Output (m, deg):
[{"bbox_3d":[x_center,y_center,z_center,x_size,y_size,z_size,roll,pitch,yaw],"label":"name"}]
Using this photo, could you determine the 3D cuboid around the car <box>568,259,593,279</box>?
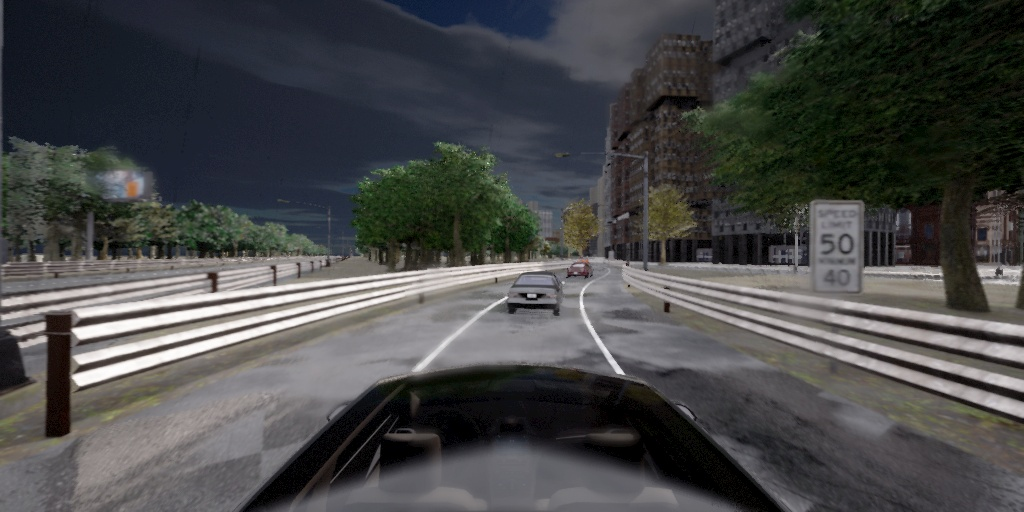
[{"bbox_3d":[6.270,1.302,33.076,1.812,1.442,4.674,0,0,20],"label":"car"}]

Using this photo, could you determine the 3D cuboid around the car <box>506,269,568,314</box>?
[{"bbox_3d":[1.013,1.304,13.830,2.033,1.411,5.357,0,0,9],"label":"car"}]
